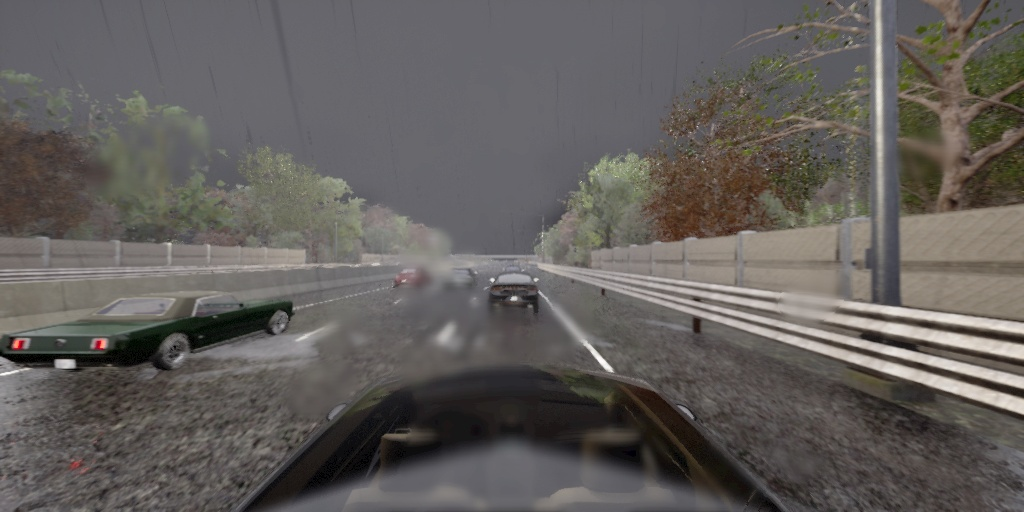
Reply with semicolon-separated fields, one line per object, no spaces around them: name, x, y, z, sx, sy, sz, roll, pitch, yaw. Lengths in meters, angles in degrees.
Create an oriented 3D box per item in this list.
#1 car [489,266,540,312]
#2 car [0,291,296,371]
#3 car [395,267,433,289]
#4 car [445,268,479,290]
car;0.100;1.354;14.942;1.882;1.535;5.008;0;-1;0
car;-6.897;1.408;7.767;1.895;1.301;4.718;0;-1;0
car;-6.894;1.510;25.460;1.812;1.442;4.674;0;-1;0
car;-3.395;1.542;24.857;1.994;1.385;4.181;0;-1;0
